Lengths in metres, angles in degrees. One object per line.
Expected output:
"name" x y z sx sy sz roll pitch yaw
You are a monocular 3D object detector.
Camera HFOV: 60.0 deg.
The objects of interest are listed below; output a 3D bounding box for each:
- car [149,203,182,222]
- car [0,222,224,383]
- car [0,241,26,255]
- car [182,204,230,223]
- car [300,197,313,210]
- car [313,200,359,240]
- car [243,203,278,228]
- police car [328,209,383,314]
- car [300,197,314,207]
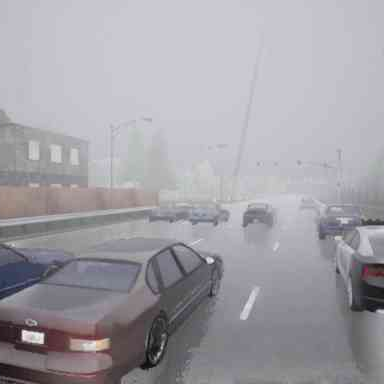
"car" -1.700 1.562 25.609 1.994 1.385 4.181 0 0 18
"car" -0.861 1.547 5.820 2.033 1.411 5.357 0 0 18
"car" -4.457 1.547 6.075 2.033 1.411 5.357 0 0 18
"car" 1.342 1.546 23.664 2.033 1.411 5.357 0 0 18
"car" 14.500 1.598 41.442 1.895 1.301 4.718 0 0 19
"car" 7.471 1.350 16.865 2.097 1.767 4.553 0 0 18
"car" 4.656 1.504 22.533 1.837 1.490 4.892 0 0 18
"police car" 4.381 1.425 7.502 1.930 1.638 5.238 0 0 18
"car" 18.349 1.544 53.172 2.033 1.411 5.357 0 0 18
